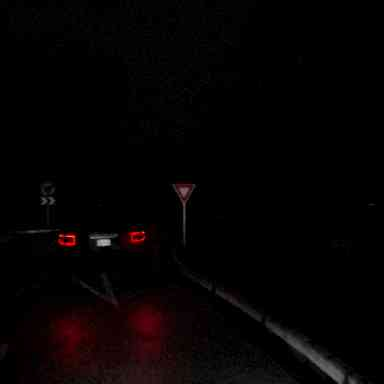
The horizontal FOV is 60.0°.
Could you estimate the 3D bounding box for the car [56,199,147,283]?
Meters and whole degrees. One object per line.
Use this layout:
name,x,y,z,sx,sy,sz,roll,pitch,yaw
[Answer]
car,-2.716,1.221,9.976,2.150,2.045,5.566,0,0,-16
